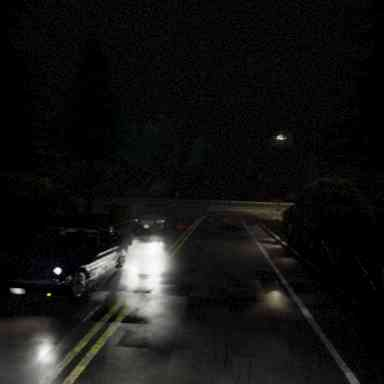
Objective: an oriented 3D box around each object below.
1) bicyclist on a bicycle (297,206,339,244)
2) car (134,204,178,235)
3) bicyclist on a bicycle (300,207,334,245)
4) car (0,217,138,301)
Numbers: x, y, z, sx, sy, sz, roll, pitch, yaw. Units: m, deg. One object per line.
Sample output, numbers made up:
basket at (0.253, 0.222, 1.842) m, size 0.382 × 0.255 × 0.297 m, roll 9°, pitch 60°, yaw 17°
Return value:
bicyclist on a bicycle at (5.651, 1.488, 14.979) m, size 1.656 × 1.620 × 0.582 m, roll 2°, pitch 0°, yaw -8°
car at (-1.968, 1.425, 18.646) m, size 2.128 × 1.511 × 4.902 m, roll 2°, pitch 0°, yaw 6°
bicyclist on a bicycle at (5.407, 1.479, 14.280) m, size 1.656 × 1.620 × 0.582 m, roll 2°, pitch 0°, yaw -15°
car at (-2.975, 1.504, 8.271) m, size 1.895 × 1.301 × 4.718 m, roll 2°, pitch 0°, yaw 5°
